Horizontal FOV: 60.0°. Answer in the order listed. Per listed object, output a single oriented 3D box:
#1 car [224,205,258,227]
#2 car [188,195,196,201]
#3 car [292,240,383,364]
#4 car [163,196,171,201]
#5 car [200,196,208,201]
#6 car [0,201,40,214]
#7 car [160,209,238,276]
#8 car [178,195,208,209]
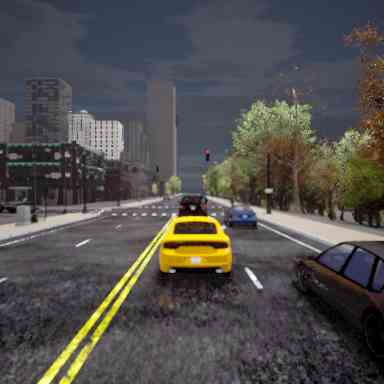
[{"bbox_3d":[3.336,1.599,23.469,2.033,1.411,5.357,0,0,0],"label":"car"},{"bbox_3d":[-0.064,1.668,87.474,2.128,1.511,4.902,0,0,0],"label":"car"},{"bbox_3d":[3.343,1.559,5.758,2.033,1.411,5.357,0,0,1],"label":"car"},{"bbox_3d":[-6.565,1.714,86.863,2.128,1.511,4.902,0,0,0],"label":"car"},{"bbox_3d":[3.186,1.737,87.506,1.895,1.301,4.718,0,0,0],"label":"car"},{"bbox_3d":[-19.982,1.914,38.690,4.313,1.339,1.947,-1,1,0],"label":"car"},{"bbox_3d":[0.091,1.502,10.494,1.882,1.535,5.008,0,0,0],"label":"car"},{"bbox_3d":[0.082,1.276,26.132,2.150,2.045,5.566,0,-1,0],"label":"car"}]
